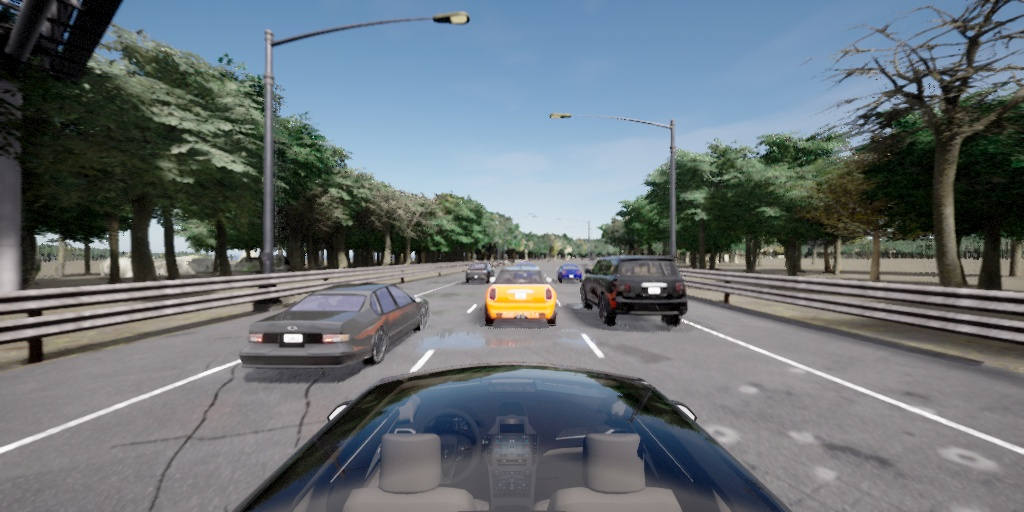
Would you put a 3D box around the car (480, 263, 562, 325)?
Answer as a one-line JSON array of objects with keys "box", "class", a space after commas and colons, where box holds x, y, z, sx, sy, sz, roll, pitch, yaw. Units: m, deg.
[{"box": [0.293, 1.134, 12.096, 2.097, 1.767, 4.553, 0, 0, 1], "class": "car"}]

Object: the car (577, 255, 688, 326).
[{"box": [3.780, 1.007, 12.033, 2.150, 2.045, 5.566, 0, 0, 1], "class": "car"}]

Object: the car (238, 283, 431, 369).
[{"box": [-3.317, 1.313, 8.011, 2.033, 1.411, 5.357, 0, 0, 1], "class": "car"}]

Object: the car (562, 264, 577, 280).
[{"box": [4.666, 1.368, 29.366, 1.812, 1.442, 4.674, 0, 0, 4], "class": "car"}]

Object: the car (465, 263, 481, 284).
[{"box": [-2.436, 1.322, 28.321, 2.128, 1.511, 4.902, 0, 0, 4], "class": "car"}]
